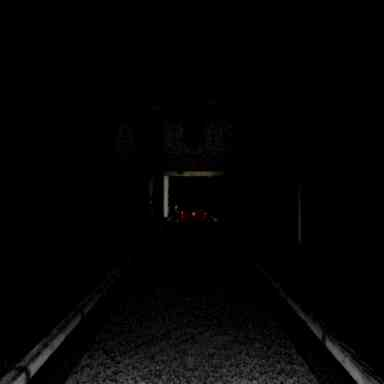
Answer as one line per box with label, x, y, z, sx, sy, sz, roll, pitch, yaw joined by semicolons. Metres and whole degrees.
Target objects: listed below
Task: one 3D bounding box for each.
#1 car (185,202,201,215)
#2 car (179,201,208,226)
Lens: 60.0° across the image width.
car;0.115;2.081;42.985;1.882;1.535;5.008;0;-1;0
car;0.109;1.563;25.147;2.097;1.767;4.553;0;-1;0
